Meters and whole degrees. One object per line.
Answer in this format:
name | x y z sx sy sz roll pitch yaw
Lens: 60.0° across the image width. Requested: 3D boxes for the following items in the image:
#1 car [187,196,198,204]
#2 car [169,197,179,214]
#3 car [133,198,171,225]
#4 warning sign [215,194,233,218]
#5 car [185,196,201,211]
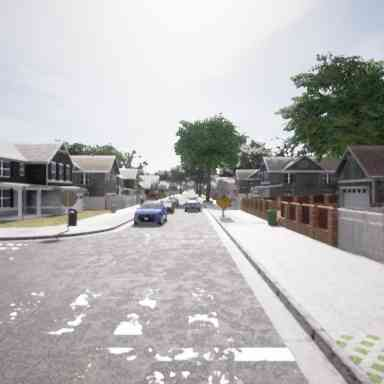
car | 0.084 1.427 61.744 2.033 1.411 5.357 0 0 0
car | -2.847 1.501 35.732 2.033 1.411 5.357 0 0 0
car | -2.895 1.454 24.057 1.882 1.535 5.008 0 0 2
warning sign | 2.520 1.088 26.290 1.300 1.860 1.060 0 0 0
car | 0.100 1.491 39.520 2.033 1.411 5.357 0 0 0
